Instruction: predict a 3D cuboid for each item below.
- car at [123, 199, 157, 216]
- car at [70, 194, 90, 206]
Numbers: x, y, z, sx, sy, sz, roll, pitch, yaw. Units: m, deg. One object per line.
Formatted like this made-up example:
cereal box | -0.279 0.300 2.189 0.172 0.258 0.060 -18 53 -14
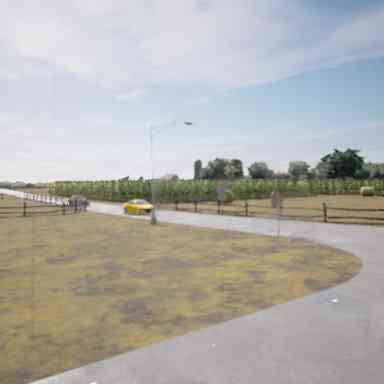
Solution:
car | -5.438 1.545 34.173 1.882 1.535 5.008 -2 1 -35
car | -17.257 1.266 50.983 2.097 1.767 4.553 -2 2 -35
